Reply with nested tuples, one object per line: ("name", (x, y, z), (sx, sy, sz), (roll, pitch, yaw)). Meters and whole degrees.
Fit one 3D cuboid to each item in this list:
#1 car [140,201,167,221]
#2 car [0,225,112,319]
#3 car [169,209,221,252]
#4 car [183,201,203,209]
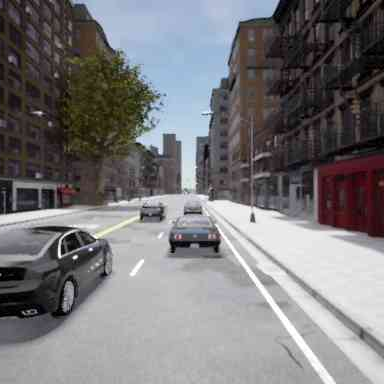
("car", (-3.150, 1.503, 27.611), (2.128, 1.511, 4.902), (0, 0, 0))
("car", (-3.151, 1.508, 7.439), (1.837, 1.490, 4.892), (0, 0, 0))
("car", (0.100, 1.606, 13.930), (1.895, 1.301, 4.718), (0, 0, 0))
("car", (0.101, 1.564, 31.972), (2.033, 1.411, 5.357), (0, 0, 0))
